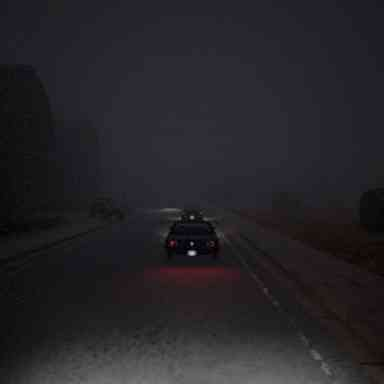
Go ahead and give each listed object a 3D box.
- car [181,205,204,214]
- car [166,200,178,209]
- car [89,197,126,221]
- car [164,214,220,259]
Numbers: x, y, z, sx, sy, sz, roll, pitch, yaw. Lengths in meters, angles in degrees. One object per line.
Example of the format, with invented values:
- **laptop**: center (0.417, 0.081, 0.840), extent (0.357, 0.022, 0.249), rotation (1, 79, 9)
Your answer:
- **car**: center (0.029, 1.854, 28.856), extent (1.812, 1.442, 4.674), rotation (0, 0, 1)
- **car**: center (-3.547, 2.160, 59.460), extent (2.128, 1.511, 4.902), rotation (0, -1, 0)
- **car**: center (-7.662, 1.492, 29.921), extent (1.905, 1.878, 3.866), rotation (8, -4, -42)
- **car**: center (0.014, 1.755, 13.206), extent (1.895, 1.301, 4.718), rotation (0, -1, 0)
